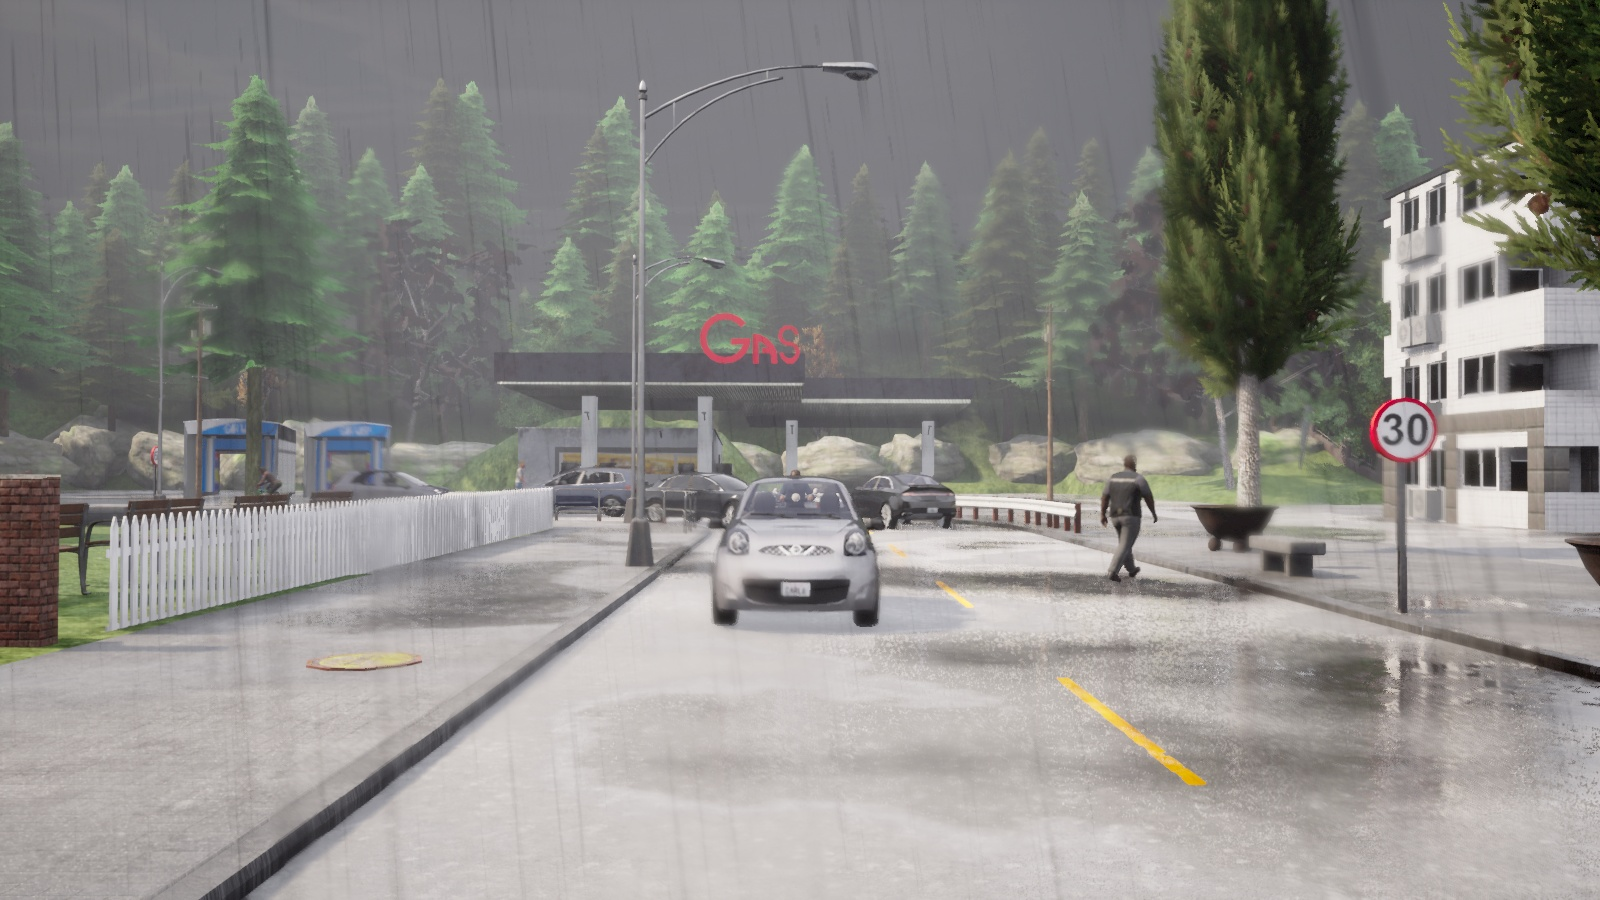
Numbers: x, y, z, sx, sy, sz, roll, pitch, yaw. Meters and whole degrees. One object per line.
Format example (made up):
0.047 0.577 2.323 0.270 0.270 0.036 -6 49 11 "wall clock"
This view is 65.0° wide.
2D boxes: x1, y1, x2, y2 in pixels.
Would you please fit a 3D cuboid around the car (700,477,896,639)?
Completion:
-0.026 1.058 13.680 1.845 1.501 3.633 0 -1 0 "car"

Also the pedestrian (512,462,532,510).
-10.781 1.383 48.706 0.706 1.836 0.354 0 -1 -8 "pedestrian"

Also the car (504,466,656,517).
-7.438 1.405 42.707 4.611 1.667 2.242 0 -1 10 "car"

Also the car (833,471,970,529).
2.754 1.357 35.530 2.128 1.511 4.902 0 -1 -18 "car"

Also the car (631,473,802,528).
-2.448 1.436 36.057 4.892 1.490 1.837 -2 -2 37 "car"

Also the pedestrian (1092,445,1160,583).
4.581 0.882 17.643 0.563 1.883 0.849 -1 -1 44 "pedestrian"

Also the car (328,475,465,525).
-12.422 1.528 38.825 3.633 1.501 1.845 0 -1 0 "car"
